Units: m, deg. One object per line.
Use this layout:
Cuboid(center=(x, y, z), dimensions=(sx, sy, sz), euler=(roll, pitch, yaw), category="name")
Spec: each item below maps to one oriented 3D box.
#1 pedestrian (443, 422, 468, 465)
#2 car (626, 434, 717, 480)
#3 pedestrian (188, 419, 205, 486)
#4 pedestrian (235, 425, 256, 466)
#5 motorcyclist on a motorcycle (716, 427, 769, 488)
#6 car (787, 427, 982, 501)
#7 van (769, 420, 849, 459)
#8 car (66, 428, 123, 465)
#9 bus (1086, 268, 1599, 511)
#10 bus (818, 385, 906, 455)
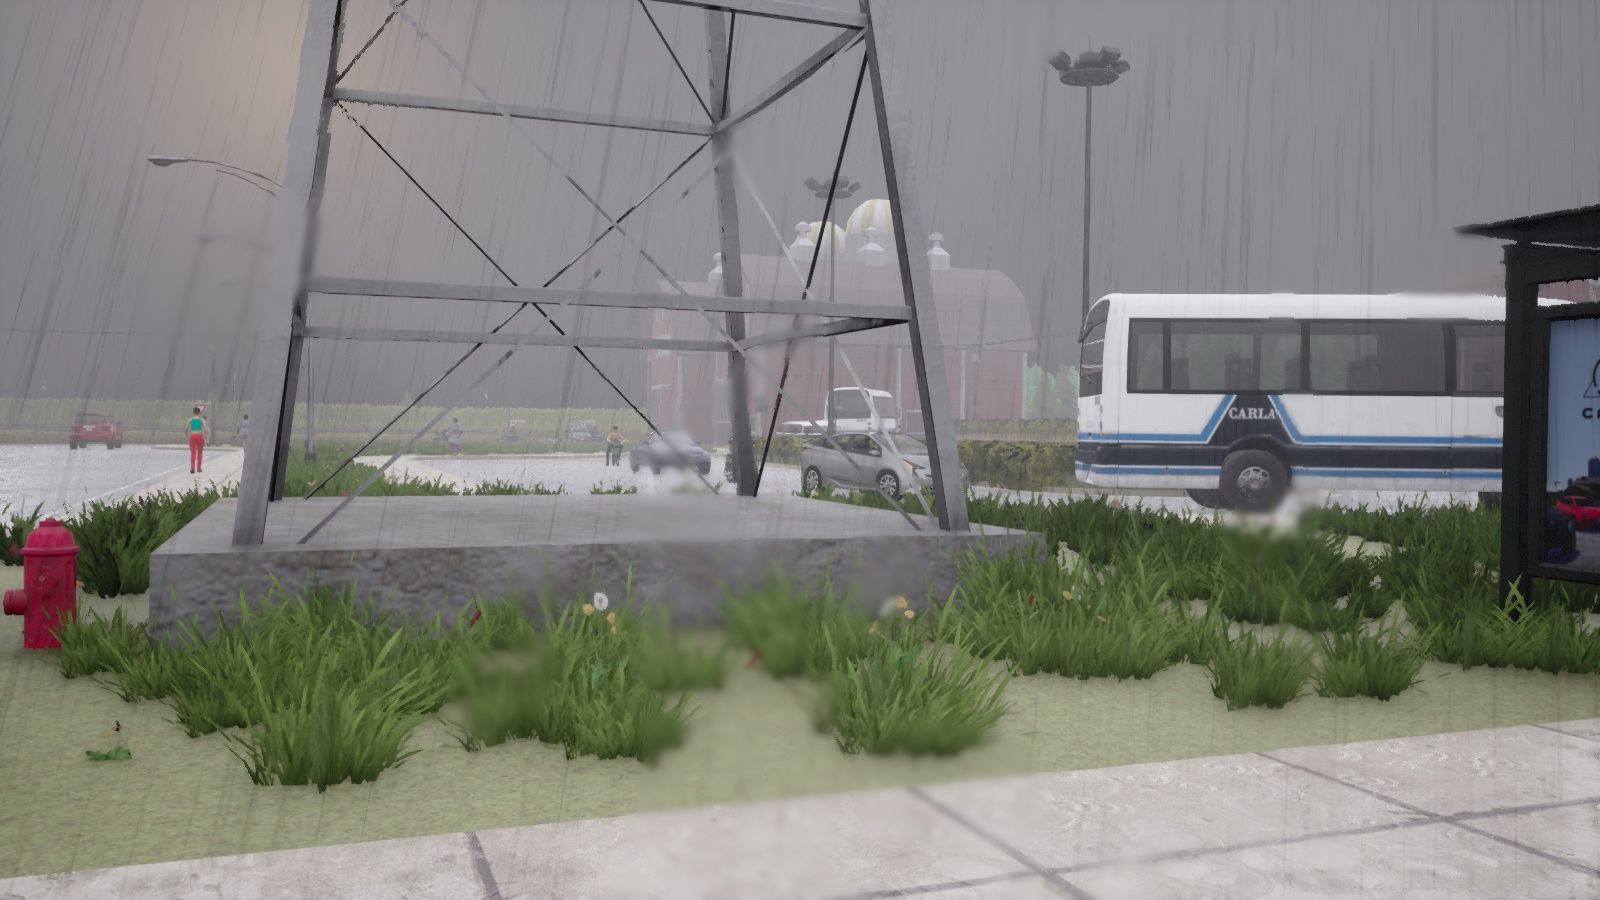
Cuboid(center=(-15.747, -0.311, 57.439), dimensions=(0.659, 1.952, 0.873), euler=(0, 1, 32), category="pedestrian")
Cuboid(center=(-4.396, 0.182, 42.343), dimensions=(1.812, 1.442, 4.674), euler=(-1, 1, -21), category="car")
Cuboid(center=(-16.686, 0.068, 34.736), dimensions=(0.345, 1.836, 0.594), euler=(-1, 1, -21), category="pedestrian")
Cuboid(center=(-25.764, -0.218, 58.376), dimensions=(0.874, 1.855, 0.900), euler=(-1, 1, -24), category="pedestrian")
Cuboid(center=(-1.632, 0.192, 35.289), dimensions=(0.766, 1.649, 2.350), euler=(-1, 1, -21), category="motorcyclist on a motorcycle")
Cuboid(center=(1.818, 0.262, 28.461), dimensions=(2.007, 1.525, 4.514), euler=(-1, 1, -35), category="car")
Cuboid(center=(0.509, -0.597, 68.338), dimensions=(2.069, 2.038, 4.480), euler=(2, 2, 37), category="van")
Cuboid(center=(-40.545, -0.221, 72.314), dimensions=(2.150, 2.045, 5.566), euler=(-1, 1, -22), category="car")
Cuboid(center=(11.106, -1.096, 24.448), dimensions=(10.273, 4.253, 3.944), euler=(-1, 1, 4), category="bus")
Cuboid(center=(4.300, -2.053, 84.381), dimensions=(3.944, 4.253, 10.273), euler=(-2, 1, 13), category="bus")
